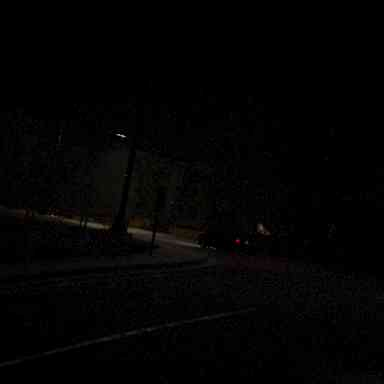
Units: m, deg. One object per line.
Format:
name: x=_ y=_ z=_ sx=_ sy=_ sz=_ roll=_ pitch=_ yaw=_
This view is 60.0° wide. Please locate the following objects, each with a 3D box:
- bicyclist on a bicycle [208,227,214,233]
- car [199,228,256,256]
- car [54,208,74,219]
bicyclist on a bicycle: x=1.782 y=4.183 z=31.883 sx=1.656 sy=1.620 sz=0.582 roll=13 pitch=-8 yaw=-34
car: x=2.508 y=3.474 z=24.286 sx=2.097 sy=1.767 sz=4.553 roll=14 pitch=-8 yaw=-34
car: x=-18.540 y=3.054 z=48.318 sx=1.994 sy=1.385 sz=4.181 roll=14 pitch=-8 yaw=-34
